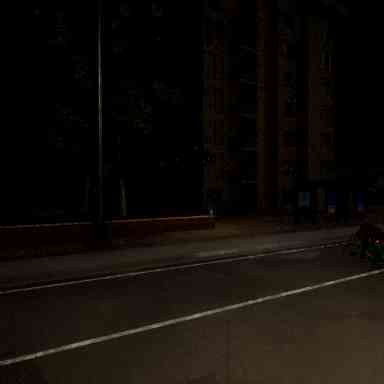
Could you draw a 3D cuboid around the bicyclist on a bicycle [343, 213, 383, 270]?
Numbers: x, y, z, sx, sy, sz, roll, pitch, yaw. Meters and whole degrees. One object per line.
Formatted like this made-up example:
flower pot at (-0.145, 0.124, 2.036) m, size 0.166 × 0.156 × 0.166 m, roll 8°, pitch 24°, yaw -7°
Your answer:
bicyclist on a bicycle at (5.216, 1.455, 9.853) m, size 0.582 × 1.620 × 1.656 m, roll 0°, pitch -2°, yaw -33°
